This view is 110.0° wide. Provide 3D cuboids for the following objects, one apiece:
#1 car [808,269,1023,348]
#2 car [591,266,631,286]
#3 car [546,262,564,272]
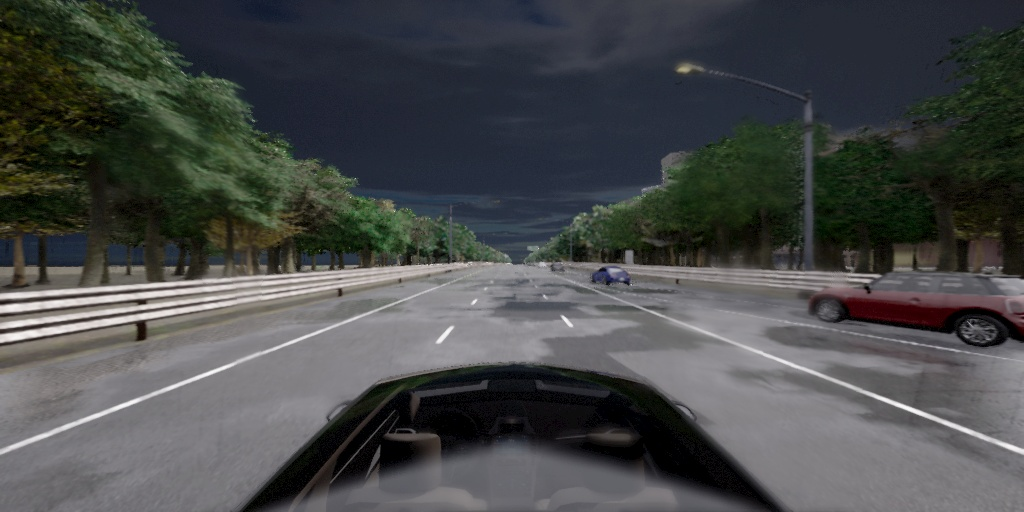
[{"bbox_3d":[11.044,1.199,9.909,2.097,1.767,4.553,1,-1,-16],"label":"car"},{"bbox_3d":[7.627,1.516,27.894,1.812,1.442,4.674,0,0,-6],"label":"car"},{"bbox_3d":[7.010,1.729,56.403,2.128,1.511,4.902,0,-1,0],"label":"car"}]
